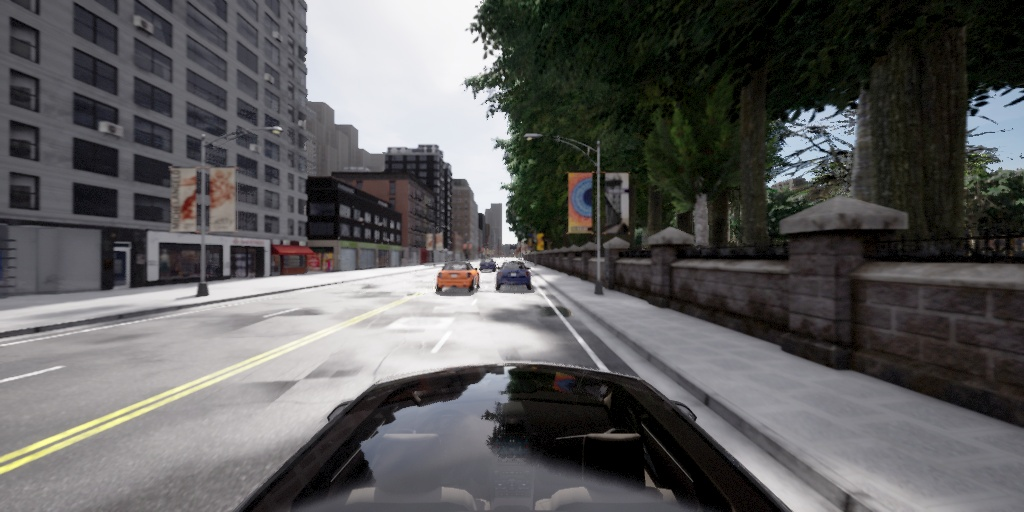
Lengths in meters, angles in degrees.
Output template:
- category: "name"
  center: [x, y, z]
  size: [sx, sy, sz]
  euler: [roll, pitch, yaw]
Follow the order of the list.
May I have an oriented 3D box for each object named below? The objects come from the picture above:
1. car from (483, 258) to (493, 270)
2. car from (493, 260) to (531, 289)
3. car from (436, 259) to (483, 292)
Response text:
- category: "car"
  center: [-3.167, 1.104, 47.600]
  size: [2.097, 1.767, 4.553]
  euler: [0, 0, 0]
- category: "car"
  center: [0.093, 1.103, 23.050]
  size: [2.097, 1.767, 4.553]
  euler: [0, 0, 0]
- category: "car"
  center: [-3.157, 1.103, 21.703]
  size: [2.097, 1.767, 4.553]
  euler: [0, 0, 0]
